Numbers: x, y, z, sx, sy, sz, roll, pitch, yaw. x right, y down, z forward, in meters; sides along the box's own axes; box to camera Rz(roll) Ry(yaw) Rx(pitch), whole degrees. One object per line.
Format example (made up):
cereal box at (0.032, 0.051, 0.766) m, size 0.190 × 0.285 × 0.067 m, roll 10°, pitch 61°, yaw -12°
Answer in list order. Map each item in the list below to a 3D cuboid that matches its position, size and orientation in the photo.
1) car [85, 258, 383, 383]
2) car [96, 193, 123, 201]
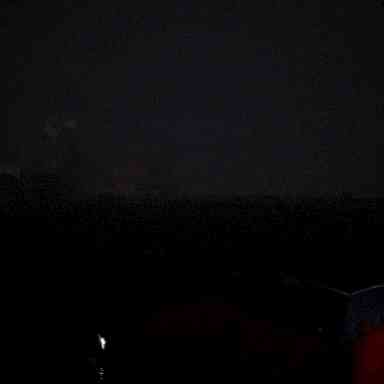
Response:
car at (1.275, 1.598, 3.980) m, size 4.718 × 1.301 × 1.895 m, roll 0°, pitch 0°, yaw -35°
car at (-13.442, 0.840, 54.432) m, size 4.718 × 1.301 × 1.895 m, roll 1°, pitch 0°, yaw 34°
